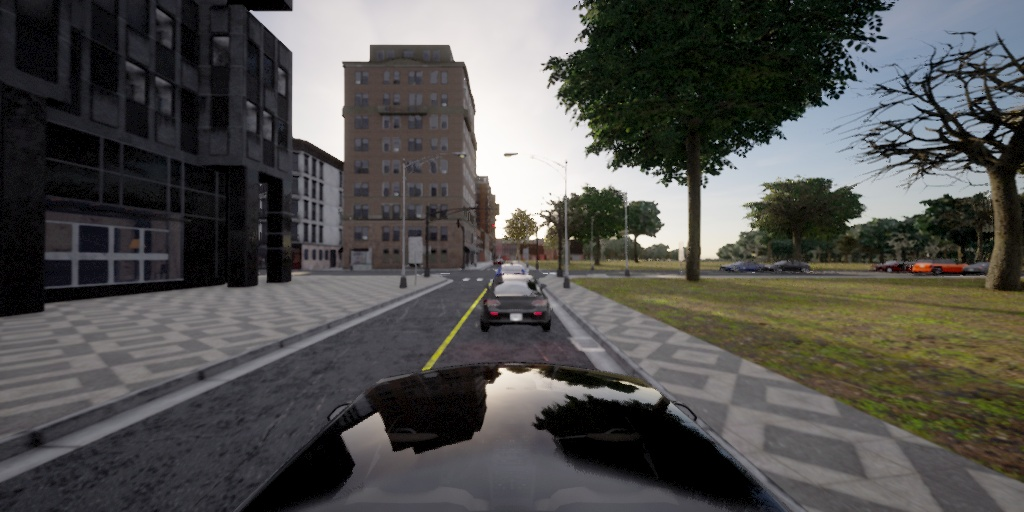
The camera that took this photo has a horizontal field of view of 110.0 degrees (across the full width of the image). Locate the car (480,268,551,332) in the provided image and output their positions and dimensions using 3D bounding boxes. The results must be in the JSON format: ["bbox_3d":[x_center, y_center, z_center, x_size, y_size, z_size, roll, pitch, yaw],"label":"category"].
[{"bbox_3d":[0.088,1.262,10.716,1.812,1.442,4.674,0,0,0],"label":"car"}]

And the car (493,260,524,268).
[{"bbox_3d":[0.008,1.205,20.998,1.882,1.535,5.008,0,0,0],"label":"car"}]

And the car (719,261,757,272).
[{"bbox_3d":[28.996,1.335,44.876,5.357,1.411,2.033,0,-1,0],"label":"car"}]

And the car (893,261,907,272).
[{"bbox_3d":[47.837,1.042,41.602,4.718,1.301,1.895,0,-1,0],"label":"car"}]

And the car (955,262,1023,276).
[{"bbox_3d":[46.850,1.295,35.021,4.181,1.385,1.994,0,-1,0],"label":"car"}]

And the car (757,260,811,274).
[{"bbox_3d":[31.816,1.268,41.628,4.892,1.490,1.837,0,-1,0],"label":"car"}]

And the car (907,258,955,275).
[{"bbox_3d":[45.900,1.109,38.274,4.553,1.767,2.097,0,-1,0],"label":"car"}]
